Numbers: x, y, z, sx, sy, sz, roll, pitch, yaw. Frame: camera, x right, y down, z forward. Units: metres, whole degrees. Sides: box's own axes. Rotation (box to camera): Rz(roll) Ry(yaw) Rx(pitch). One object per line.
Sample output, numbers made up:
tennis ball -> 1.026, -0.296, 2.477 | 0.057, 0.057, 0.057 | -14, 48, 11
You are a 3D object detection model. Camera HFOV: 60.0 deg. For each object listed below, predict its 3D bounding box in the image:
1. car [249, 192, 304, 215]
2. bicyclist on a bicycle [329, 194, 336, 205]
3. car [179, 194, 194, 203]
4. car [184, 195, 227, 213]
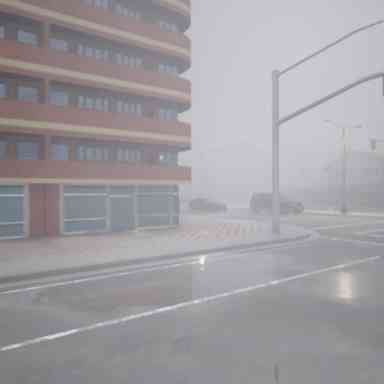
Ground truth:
car -> 7.927, 1.067, 31.685 | 2.150, 2.045, 5.566 | 0, 0, -35
bicyclist on a bicycle -> 19.350, 1.038, 45.895 | 1.656, 1.620, 0.582 | -1, 0, -35
car -> -2.067, 1.318, 60.546 | 1.812, 1.442, 4.674 | 0, 0, -34
car -> 1.580, 1.345, 34.712 | 1.882, 1.535, 5.008 | 0, 0, -35
